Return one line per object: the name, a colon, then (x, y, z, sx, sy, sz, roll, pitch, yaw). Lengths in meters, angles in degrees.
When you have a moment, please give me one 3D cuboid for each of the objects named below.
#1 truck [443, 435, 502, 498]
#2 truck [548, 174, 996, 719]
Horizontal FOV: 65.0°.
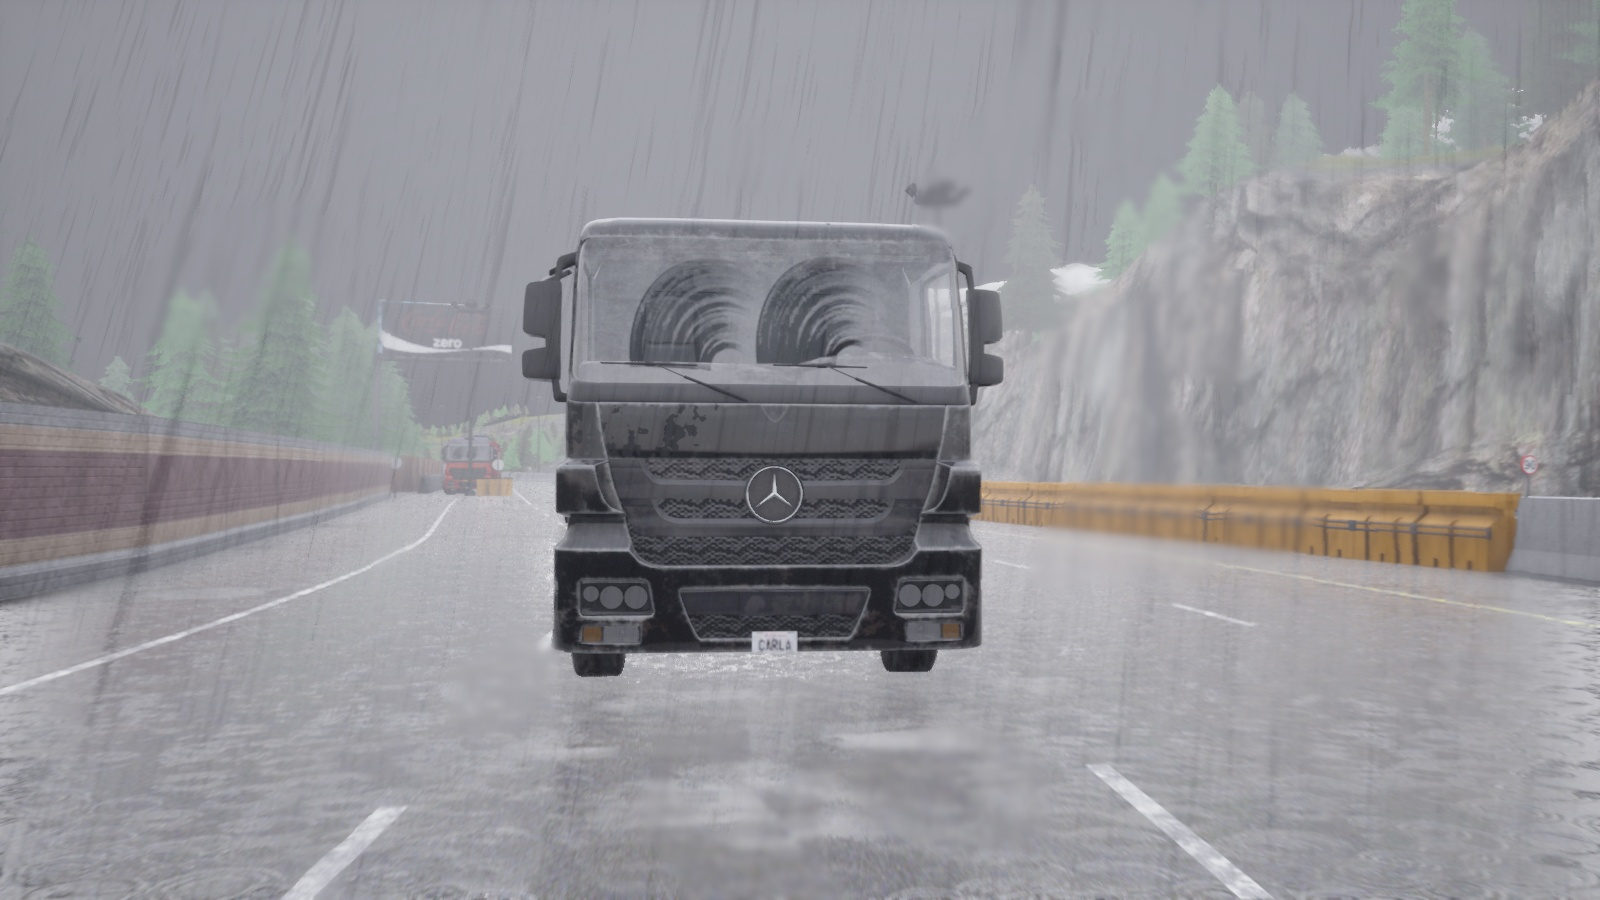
truck: (-21.074, 1.096, 81.221, 2.891, 3.827, 8.468, 0, -1, -9)
truck: (-0.583, 0.037, 12.068, 2.891, 3.462, 7.936, 0, -1, -6)
